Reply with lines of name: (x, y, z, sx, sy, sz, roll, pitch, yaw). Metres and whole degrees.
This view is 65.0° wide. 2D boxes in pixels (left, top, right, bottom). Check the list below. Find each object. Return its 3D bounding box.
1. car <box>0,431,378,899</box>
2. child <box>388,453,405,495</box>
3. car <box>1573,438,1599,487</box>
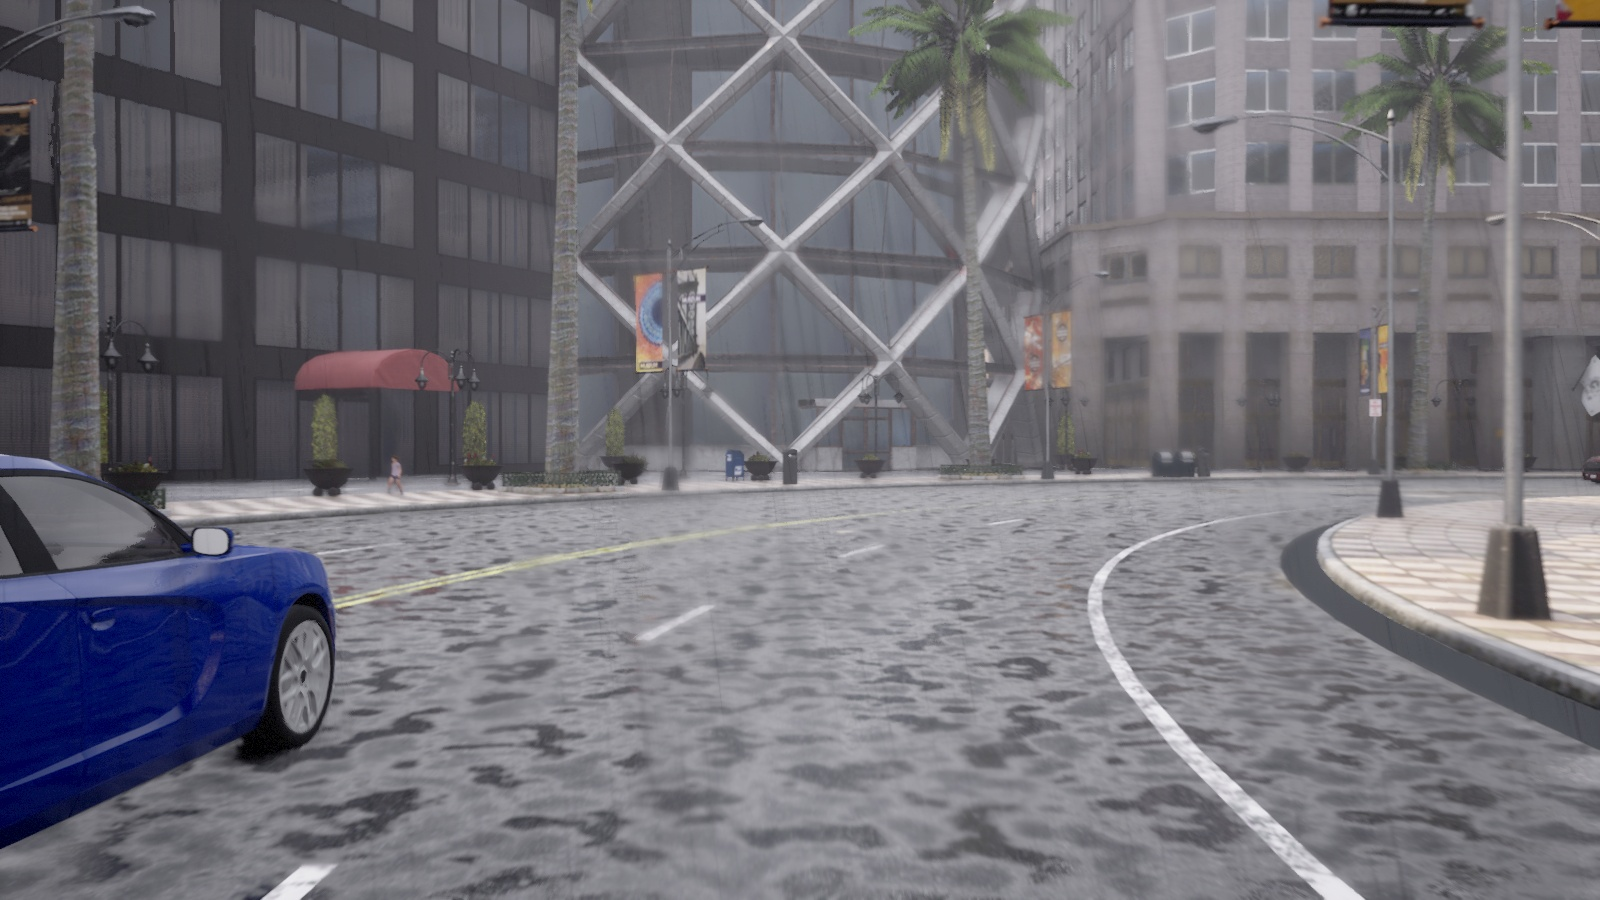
car: (-3.408, 0.705, 4.613, 1.882, 1.535, 5.008, 0, 0, 2)
child: (-10.847, 0.648, 33.750, 0.255, 1.110, 0.394, 0, 0, 24)
car: (31.507, 0.451, 46.469, 4.553, 1.767, 2.097, 0, 0, -1)
